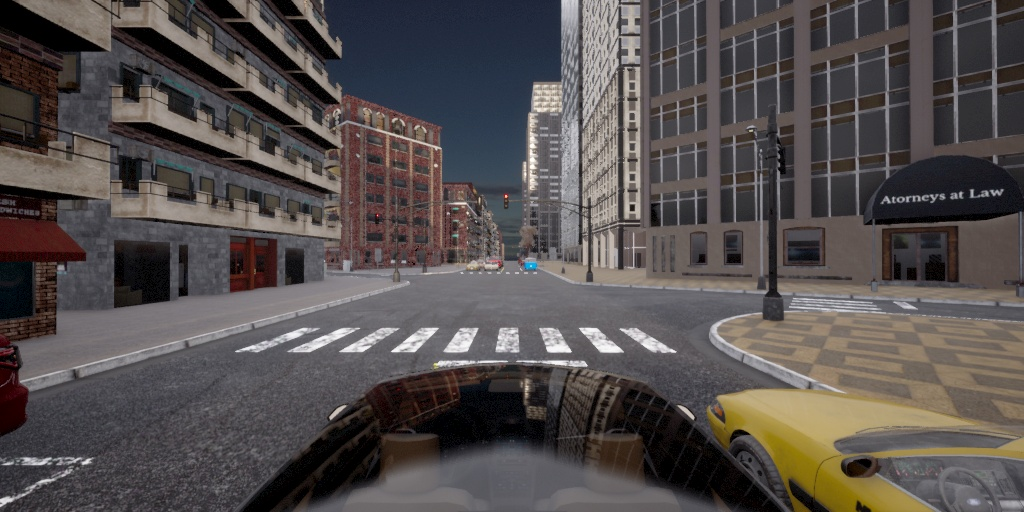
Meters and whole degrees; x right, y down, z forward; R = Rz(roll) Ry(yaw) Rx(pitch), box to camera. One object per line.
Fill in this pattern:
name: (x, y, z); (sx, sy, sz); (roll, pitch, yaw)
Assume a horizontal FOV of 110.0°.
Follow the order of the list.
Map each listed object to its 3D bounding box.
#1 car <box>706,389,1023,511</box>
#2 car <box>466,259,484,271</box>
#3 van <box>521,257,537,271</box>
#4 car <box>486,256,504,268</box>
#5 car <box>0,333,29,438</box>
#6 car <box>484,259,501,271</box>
car: (2.566, 1.275, 1.244); (1.751, 1.417, 4.829); (0, 0, 0)
car: (-5.329, 1.321, 49.895); (1.751, 1.417, 4.829); (0, 0, 0)
van: (2.552, 1.136, 50.067); (1.690, 1.789, 3.998); (0, 0, 0)
car: (-2.848, 1.038, 59.686); (2.150, 2.045, 5.566); (0, 0, 0)
car: (-5.314, 1.065, 1.065); (2.192, 1.841, 5.009); (0, 0, 0)
car: (-2.862, 1.397, 50.179); (1.895, 1.301, 4.718); (0, 0, -2)
